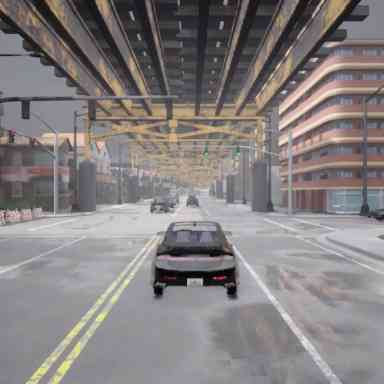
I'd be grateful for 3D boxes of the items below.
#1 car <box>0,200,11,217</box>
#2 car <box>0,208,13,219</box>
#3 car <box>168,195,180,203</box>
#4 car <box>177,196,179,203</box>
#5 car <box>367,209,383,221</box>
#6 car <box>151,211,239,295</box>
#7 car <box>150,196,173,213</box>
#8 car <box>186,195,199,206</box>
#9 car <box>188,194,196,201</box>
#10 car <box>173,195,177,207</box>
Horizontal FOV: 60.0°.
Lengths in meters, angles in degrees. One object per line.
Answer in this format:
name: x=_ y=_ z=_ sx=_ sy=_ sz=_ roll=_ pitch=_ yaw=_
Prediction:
car: x=-16.823 y=1.303 z=25.883 sx=4.536 sy=1.218 sz=1.853 roll=0 pitch=0 yaw=-20
car: x=-16.775 y=1.461 z=25.901 sx=4.974 sy=1.542 sz=2.038 roll=0 pitch=0 yaw=-20
car: x=-3.554 y=1.456 z=67.054 sx=2.128 sy=1.511 sz=4.902 roll=0 pitch=0 yaw=0
car: x=-3.612 y=1.533 z=56.945 sx=1.812 sy=1.442 sz=4.674 roll=0 pitch=0 yaw=0
car: x=16.401 y=1.555 z=25.351 sx=5.357 sy=1.411 sz=2.033 roll=0 pitch=0 yaw=0
car: x=0.071 y=1.495 z=8.736 sx=2.128 sy=1.511 sz=4.902 roll=0 pitch=0 yaw=0
car: x=-3.616 y=1.503 z=37.897 sx=2.128 sy=1.511 sz=4.902 roll=0 pitch=0 yaw=0
car: x=0.065 y=1.537 z=54.155 sx=1.812 sy=1.442 sz=4.674 roll=0 pitch=0 yaw=0
car: x=-0.039 y=1.373 z=78.384 sx=1.837 sy=1.490 sz=4.892 roll=0 pitch=1 yaw=0
car: x=-3.617 y=1.365 z=47.060 sx=2.097 sy=1.767 sz=4.553 roll=0 pitch=0 yaw=0
